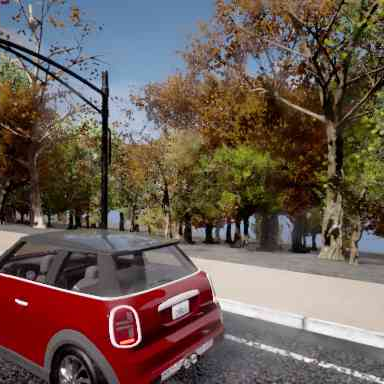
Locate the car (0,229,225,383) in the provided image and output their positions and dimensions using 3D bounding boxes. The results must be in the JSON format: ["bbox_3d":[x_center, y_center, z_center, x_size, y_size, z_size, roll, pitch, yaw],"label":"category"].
[{"bbox_3d":[-1.855,1.352,5.009,4.553,1.767,2.097,0,0,36],"label":"car"}]
